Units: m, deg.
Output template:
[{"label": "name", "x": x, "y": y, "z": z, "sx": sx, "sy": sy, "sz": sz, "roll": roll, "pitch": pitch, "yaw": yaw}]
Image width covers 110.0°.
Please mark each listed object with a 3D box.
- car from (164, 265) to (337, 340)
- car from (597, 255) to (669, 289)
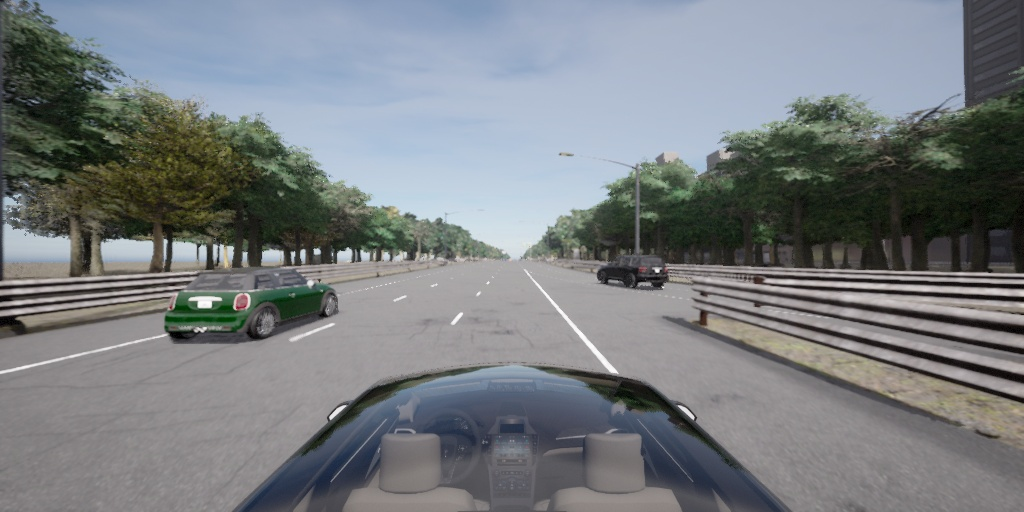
[{"label": "car", "x": -6.900, "y": 1.103, "z": 10.180, "sx": 2.097, "sy": 1.767, "sz": 4.553, "roll": 0, "pitch": 0, "yaw": 0}, {"label": "car", "x": 7.810, "y": 0.980, "z": 23.686, "sx": 2.150, "sy": 2.045, "sz": 5.566, "roll": 0, "pitch": 0, "yaw": -16}]
